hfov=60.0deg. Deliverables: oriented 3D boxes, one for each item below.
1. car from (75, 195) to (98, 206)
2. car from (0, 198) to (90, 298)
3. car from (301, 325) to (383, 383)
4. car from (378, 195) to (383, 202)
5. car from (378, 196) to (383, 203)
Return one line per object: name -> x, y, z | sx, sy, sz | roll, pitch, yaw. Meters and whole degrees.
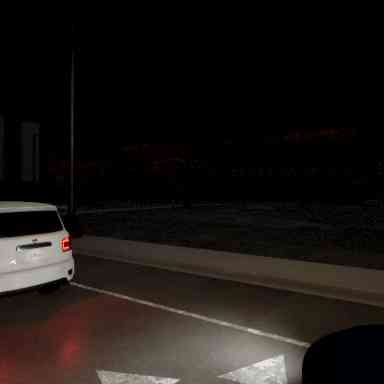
car -> -15.274, 1.185, 45.628 | 1.837, 1.490, 4.892 | 1, 1, 35
car -> -5.037, 1.220, 7.580 | 5.566, 2.045, 2.150 | 0, 0, 35
car -> 3.000, 1.516, 1.847 | 4.674, 1.442, 1.812 | 0, 0, 35
car -> 39.928, 1.369, 67.953 | 1.853, 1.218, 4.536 | 1, 1, 6
car -> 39.921, 1.527, 67.903 | 2.038, 1.542, 4.974 | 1, 1, 6
